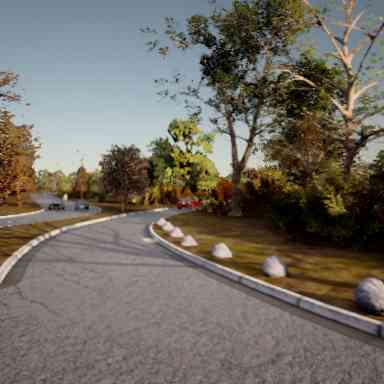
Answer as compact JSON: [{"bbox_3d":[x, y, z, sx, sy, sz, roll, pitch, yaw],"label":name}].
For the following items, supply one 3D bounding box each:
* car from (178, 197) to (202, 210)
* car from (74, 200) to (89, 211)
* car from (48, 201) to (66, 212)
[{"bbox_3d":[-0.365,1.561,47.996,2.097,1.767,4.553,0,1,21],"label":"car"},{"bbox_3d":[-15.382,1.849,46.598,2.128,1.511,4.902,0,0,-18],"label":"car"},{"bbox_3d":[-18.498,1.930,45.716,1.994,1.385,4.181,0,0,-18],"label":"car"}]
